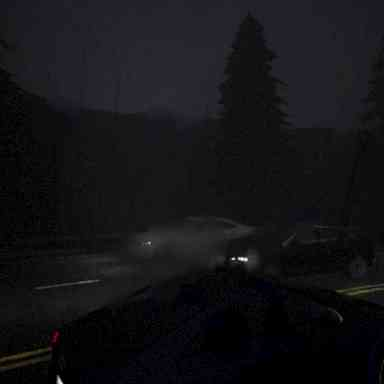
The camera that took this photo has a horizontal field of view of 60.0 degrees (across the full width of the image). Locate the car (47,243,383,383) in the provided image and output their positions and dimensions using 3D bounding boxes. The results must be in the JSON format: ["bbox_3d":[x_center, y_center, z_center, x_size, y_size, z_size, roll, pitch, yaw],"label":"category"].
[{"bbox_3d":[0.629,1.589,3.804,4.181,1.385,1.994,1,0,-31],"label":"car"}]

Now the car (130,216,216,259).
[{"bbox_3d":[0.194,1.586,11.725,4.674,1.442,1.812,1,0,-26],"label":"car"}]

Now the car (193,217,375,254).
[{"bbox_3d":[2.778,1.566,9.113,4.902,1.511,2.128,1,0,-24],"label":"car"}]
